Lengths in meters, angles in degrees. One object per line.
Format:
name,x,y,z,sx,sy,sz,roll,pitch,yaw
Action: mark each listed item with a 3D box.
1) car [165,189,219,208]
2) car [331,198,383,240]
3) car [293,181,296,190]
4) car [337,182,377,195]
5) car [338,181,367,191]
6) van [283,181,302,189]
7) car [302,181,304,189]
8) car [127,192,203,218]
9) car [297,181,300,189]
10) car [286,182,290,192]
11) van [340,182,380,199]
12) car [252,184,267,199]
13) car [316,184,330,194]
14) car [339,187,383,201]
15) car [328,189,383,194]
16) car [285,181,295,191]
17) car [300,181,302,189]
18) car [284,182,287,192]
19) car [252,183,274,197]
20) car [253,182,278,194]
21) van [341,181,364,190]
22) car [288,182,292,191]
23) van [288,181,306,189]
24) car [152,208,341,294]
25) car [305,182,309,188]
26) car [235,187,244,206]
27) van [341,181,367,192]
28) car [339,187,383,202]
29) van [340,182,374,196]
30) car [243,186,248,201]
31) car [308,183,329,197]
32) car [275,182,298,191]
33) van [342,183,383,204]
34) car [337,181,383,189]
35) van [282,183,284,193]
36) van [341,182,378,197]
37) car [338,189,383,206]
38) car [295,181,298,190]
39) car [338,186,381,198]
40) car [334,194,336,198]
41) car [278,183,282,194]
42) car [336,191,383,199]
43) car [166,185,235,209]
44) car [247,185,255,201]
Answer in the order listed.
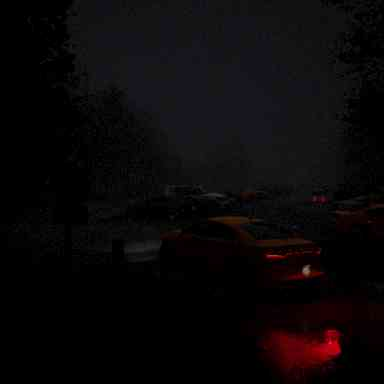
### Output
car,-0.901,0.849,24.677,5.008,1.535,2.097,1,3,24
car,8.805,1.289,14.390,5.008,1.535,2.097,1,3,24
car,17.270,-0.841,65.162,4.892,1.521,2.231,1,2,24
car,25.731,-0.599,52.147,5.566,2.045,2.435,1,2,24
car,34.849,-1.357,72.469,5.566,2.045,2.435,1,2,24
van,25.109,-1.731,82.924,4.442,1.987,1.878,1,2,24
car,22.938,-1.315,77.824,5.008,1.535,2.097,1,2,24
car,-2.068,0.997,22.162,4.792,1.488,2.163,1,3,24
car,19.366,-1.037,70.303,5.366,1.575,1.946,1,2,24
car,13.829,-0.530,57.583,4.792,1.488,2.163,1,2,24
van,21.118,-0.195,42.063,4.442,1.987,1.878,1,2,24
car,5.789,0.129,40.047,5.366,1.575,1.946,1,3,24
car,22.457,-0.529,56.856,1.882,1.535,5.008,1,2,24
car,20.117,0.162,39.508,4.792,1.488,2.163,1,2,24
car,13.124,0.816,24.451,5.366,1.575,1.946,1,3,24
car,15.959,-0.754,62.709,5.366,1.575,1.946,1,2,24
car,21.779,-1.346,75.298,4.553,1.767,2.185,1,2,24
car,12.694,-0.436,55.052,4.792,1.488,2.163,1,2,24
car,7.213,0.028,42.314,5.366,1.575,1.946,1,3,24
car,9.342,-0.304,47.429,4.553,1.767,2.185,1,2,24
van,36.115,-1.424,74.937,4.442,1.987,1.878,1,2,24
car,14.965,-0.625,60.115,4.792,1.488,2.163,1,2,24
van,28.509,-1.940,90.505,4.442,1.987,1.878,1,1,24
car,0.934,1.364,8.580,1.882,1.535,5.008,2,-1,-31
car,26.377,-1.849,85.395,5.566,2.045,2.435,1,2,24
car,1.535,0.612,29.664,5.366,1.575,1.946,1,3,24
van,31.581,-1.047,64.834,4.442,1.987,1.878,1,2,24
car,19.037,0.263,37.102,4.792,1.488,2.163,1,3,24
van,24.516,-0.481,49.659,4.442,1.987,1.878,1,2,24
car,2.508,0.495,32.268,4.892,1.521,2.231,1,3,24
car,18.243,-0.165,47.467,2.128,1.511,4.902,1,2,24
car,20.643,-1.252,72.767,4.553,1.767,2.185,1,2,24
van,17.983,0.122,34.529,4.442,1.987,1.878,1,3,24
car,15.585,0.334,29.401,5.566,2.045,2.435,1,3,24
van,11.691,-0.594,52.451,4.442,1.987,1.878,1,2,24
van,23.596,-0.383,47.037,4.442,1.987,1.878,1,2,24
car,16.667,0.496,31.961,4.792,1.488,2.163,1,3,24
car,18.394,-0.936,67.698,4.892,1.521,2.231,1,2,24
car,22.361,-0.065,44.566,5.008,1.535,2.097,1,2,24
car,10.999,1.087,19.339,4.792,1.488,2.163,1,3,24
car,10.475,-0.246,49.965,4.792,1.488,2.163,1,2,24
car,9.972,1.046,16.895,4.553,1.767,2.185,1,3,24
car,0.255,0.480,27.186,5.566,2.045,2.435,1,3,24
car,3.468,0.369,34.876,5.366,1.575,1.946,1,3,24
